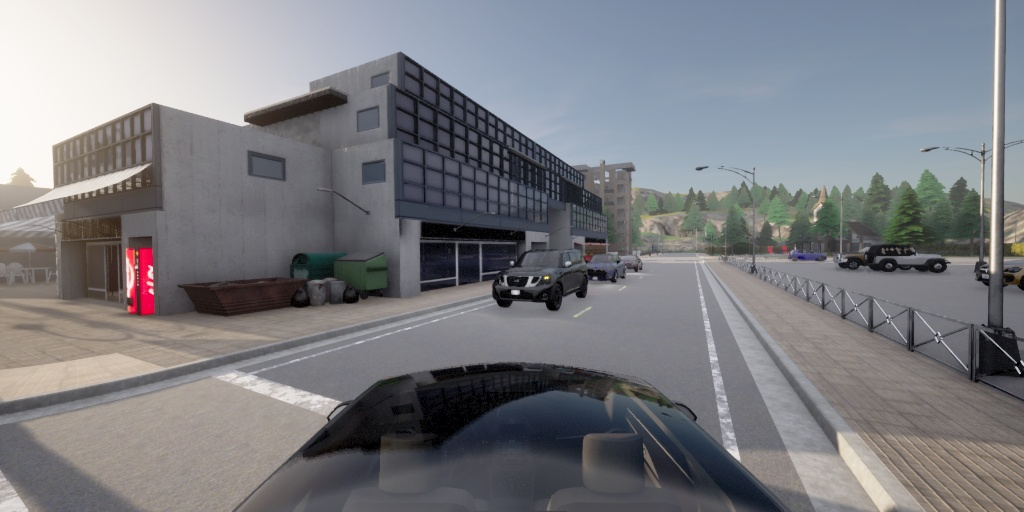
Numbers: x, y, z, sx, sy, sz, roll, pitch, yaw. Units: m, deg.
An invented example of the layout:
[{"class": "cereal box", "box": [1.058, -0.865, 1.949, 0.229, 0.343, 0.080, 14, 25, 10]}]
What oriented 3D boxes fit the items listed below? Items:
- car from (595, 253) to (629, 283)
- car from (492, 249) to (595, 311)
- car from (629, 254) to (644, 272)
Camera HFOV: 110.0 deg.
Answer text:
[{"class": "car", "box": [5.776, 0.651, 22.600, 2.097, 1.767, 4.553, 0, 1, 27]}, {"class": "car", "box": [1.350, 0.743, 13.816, 2.150, 2.045, 5.566, 0, 1, 27]}, {"class": "car", "box": [10.385, 0.594, 31.736, 1.812, 1.442, 4.674, 0, 1, 27]}]
